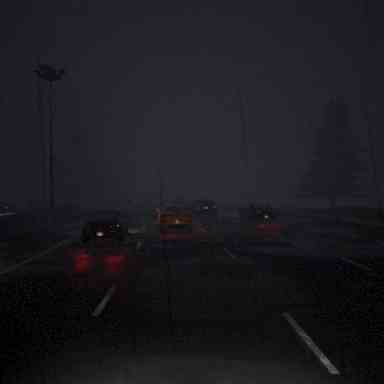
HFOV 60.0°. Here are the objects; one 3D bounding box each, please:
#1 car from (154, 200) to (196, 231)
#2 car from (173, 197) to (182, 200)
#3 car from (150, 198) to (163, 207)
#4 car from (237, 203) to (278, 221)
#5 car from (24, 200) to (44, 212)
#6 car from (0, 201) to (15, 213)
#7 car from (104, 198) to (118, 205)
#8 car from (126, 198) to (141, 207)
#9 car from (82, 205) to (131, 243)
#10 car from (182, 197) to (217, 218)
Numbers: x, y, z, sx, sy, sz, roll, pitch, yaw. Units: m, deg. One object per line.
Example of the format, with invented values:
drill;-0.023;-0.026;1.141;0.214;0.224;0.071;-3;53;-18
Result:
car;-1.214;1.531;21.386;1.882;1.535;5.008;0;0;-8
car;-2.189;1.616;54.974;2.128;1.511;4.902;0;0;-20
car;-5.593;1.692;54.147;1.812;1.442;4.674;0;0;-20
car;5.224;1.583;27.243;1.895;1.301;4.718;-1;0;-10
car;-20.897;1.845;44.170;1.837;1.490;4.892;-1;0;-17
car;-24.153;1.907;42.878;1.812;1.442;4.674;-1;0;-17
car;-13.352;1.758;54.964;2.128;1.511;4.902;0;0;-21
car;-9.712;1.712;55.228;2.128;1.511;4.902;0;0;-21
car;-4.210;1.608;16.524;1.812;1.442;4.674;0;0;-6
car;0.791;1.396;30.653;2.097;1.767;4.553;-1;0;-11
